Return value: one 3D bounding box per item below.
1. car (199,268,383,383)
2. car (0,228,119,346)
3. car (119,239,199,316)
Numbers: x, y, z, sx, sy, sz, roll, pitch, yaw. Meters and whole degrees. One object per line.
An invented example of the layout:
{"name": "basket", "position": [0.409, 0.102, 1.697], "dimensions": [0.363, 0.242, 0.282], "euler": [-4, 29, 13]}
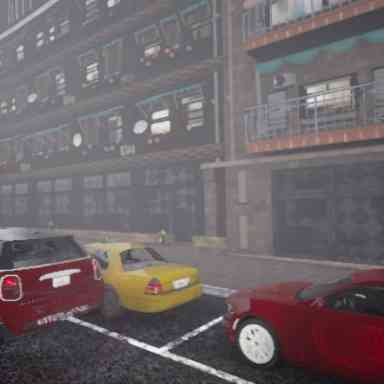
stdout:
{"name": "car", "position": [2.513, 1.660, 4.232], "dimensions": [4.507, 1.381, 1.887], "euler": [-1, -3, 37]}
{"name": "car", "position": [-3.907, 1.507, 6.652], "dimensions": [4.553, 1.767, 2.097], "euler": [-1, -2, 34]}
{"name": "car", "position": [-2.060, 1.709, 7.636], "dimensions": [4.829, 1.417, 1.752], "euler": [-1, -3, 37]}
